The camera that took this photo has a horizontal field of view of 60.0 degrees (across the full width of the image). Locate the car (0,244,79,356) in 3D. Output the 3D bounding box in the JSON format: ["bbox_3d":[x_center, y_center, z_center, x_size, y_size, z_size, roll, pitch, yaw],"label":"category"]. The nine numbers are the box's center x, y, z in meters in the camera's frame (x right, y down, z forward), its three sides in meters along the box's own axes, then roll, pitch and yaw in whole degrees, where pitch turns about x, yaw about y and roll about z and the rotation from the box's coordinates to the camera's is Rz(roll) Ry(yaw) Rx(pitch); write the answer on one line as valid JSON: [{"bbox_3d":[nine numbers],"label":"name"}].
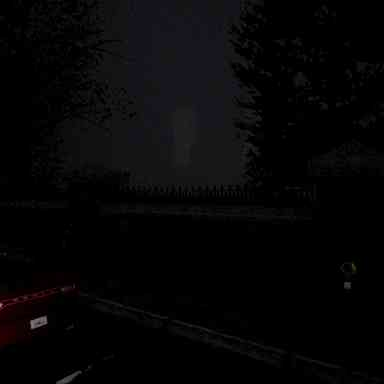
[{"bbox_3d":[-3.786,1.544,5.588,4.507,1.381,1.887,0,0,36],"label":"car"}]
